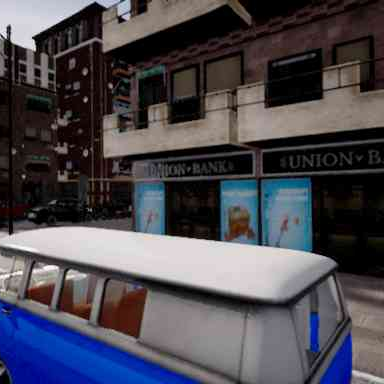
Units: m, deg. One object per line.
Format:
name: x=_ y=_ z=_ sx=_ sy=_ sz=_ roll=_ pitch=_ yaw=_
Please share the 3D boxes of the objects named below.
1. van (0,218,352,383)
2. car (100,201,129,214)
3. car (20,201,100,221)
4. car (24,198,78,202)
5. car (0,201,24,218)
van: x=-0.576 y=1.329 z=3.262 sx=3.998 sy=1.788 sz=1.690 roll=0 pitch=-1 yaw=35
car: x=-8.867 y=1.639 z=36.456 sx=1.947 sy=1.339 sz=4.313 roll=-1 pitch=-1 yaw=36
car: x=-8.743 y=1.470 z=22.404 sx=1.947 sy=1.339 sz=4.313 roll=-1 pitch=-1 yaw=36
car: x=-11.404 y=1.348 z=28.584 sx=2.097 sy=1.767 sz=4.553 roll=-1 pitch=-1 yaw=36
car: x=-15.512 y=1.448 z=27.347 sx=1.967 sy=1.590 sz=4.097 roll=-1 pitch=-1 yaw=36
